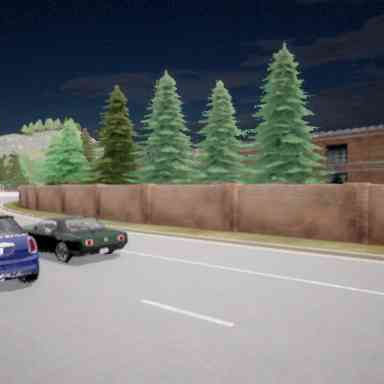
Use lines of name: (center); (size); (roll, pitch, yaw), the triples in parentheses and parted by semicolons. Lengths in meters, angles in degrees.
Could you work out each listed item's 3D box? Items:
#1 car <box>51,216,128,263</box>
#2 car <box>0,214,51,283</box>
car: (-4.484, 1.497, 11.591); (4.718, 1.301, 1.895); (1, 0, 37)
car: (-5.784, 1.256, 8.213); (4.553, 1.767, 2.097); (1, 0, 37)
